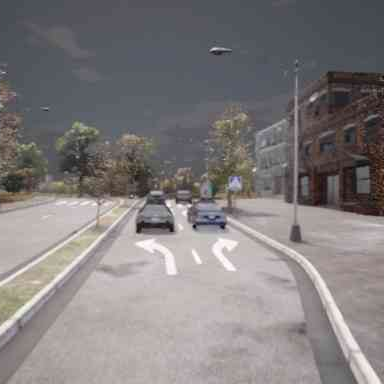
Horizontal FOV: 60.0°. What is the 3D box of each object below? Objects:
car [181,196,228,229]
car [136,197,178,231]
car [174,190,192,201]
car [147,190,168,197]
[{"bbox_3d":[0.755,1.221,19.269,2.033,1.411,5.357,1,2,-6],"label":"car"},{"bbox_3d":[-1.968,1.214,17.948,1.994,1.385,4.181,1,2,-6],"label":"car"},{"bbox_3d":[-0.993,0.520,38.456,2.128,1.511,4.902,1,2,-3],"label":"car"},{"bbox_3d":[-3.648,0.586,34.690,1.837,1.490,4.892,1,2,-5],"label":"car"}]
